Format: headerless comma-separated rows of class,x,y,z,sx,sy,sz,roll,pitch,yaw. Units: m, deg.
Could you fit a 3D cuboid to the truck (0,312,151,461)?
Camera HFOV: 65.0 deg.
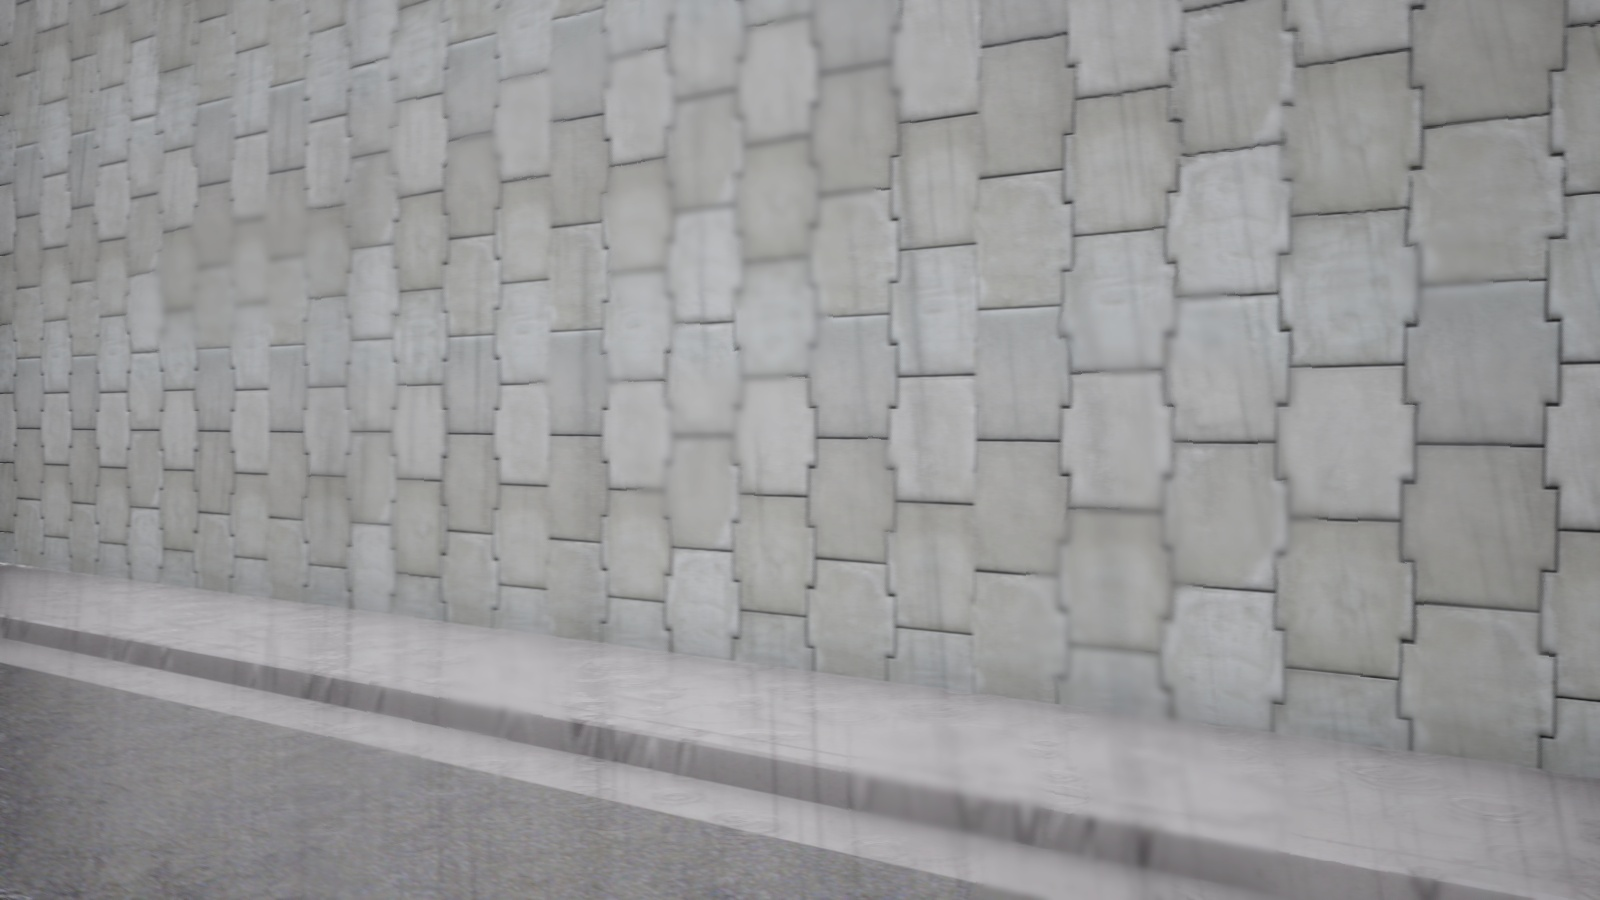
truck,-20.648,-1.421,30.485,2.891,3.462,7.936,1,7,35
